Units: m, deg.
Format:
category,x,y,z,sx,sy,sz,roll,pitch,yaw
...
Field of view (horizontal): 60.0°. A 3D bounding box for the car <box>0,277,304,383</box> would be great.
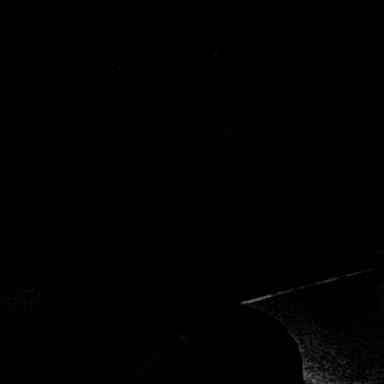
category,x,y,z,sx,sy,sz,roll,pitch,yaw
car,-0.860,1.567,3.133,4.181,1.385,1.994,0,0,-36
